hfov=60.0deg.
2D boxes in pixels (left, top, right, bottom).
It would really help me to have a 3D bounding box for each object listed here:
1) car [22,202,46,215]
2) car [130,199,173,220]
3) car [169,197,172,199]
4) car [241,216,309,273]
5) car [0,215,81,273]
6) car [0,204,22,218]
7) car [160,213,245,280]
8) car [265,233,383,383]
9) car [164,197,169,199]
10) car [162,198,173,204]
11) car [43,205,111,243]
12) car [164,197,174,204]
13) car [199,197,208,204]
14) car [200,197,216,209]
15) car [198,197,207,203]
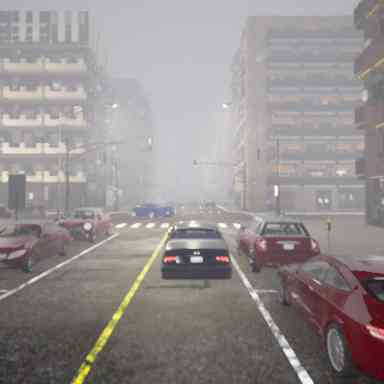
[{"bbox_3d":[-17.615,1.752,35.724,4.313,1.339,1.947,0,-1,0],"label":"car"},{"bbox_3d":[-3.710,1.621,30.028,1.882,1.535,5.008,2,-1,-41],"label":"car"},{"bbox_3d":[-5.290,1.834,65.719,1.752,1.417,4.829,1,0,0],"label":"car"},{"bbox_3d":[2.578,1.492,10.806,1.967,1.590,4.097,1,0,0],"label":"car"},{"bbox_3d":[-5.309,1.634,10.785,1.802,1.307,4.206,1,0,0],"label":"car"},{"bbox_3d":[-17.555,1.367,27.850,5.009,1.841,2.192,0,-1,0],"label":"car"},{"bbox_3d":[0.101,1.597,10.101,2.033,1.411,5.357,0,0,0],"label":"car"},{"bbox_3d":[2.575,1.608,5.256,1.802,1.307,4.206,1,0,0],"label":"car"},{"bbox_3d":[-5.292,1.782,54.377,1.752,1.417,4.829,1,0,0],"label":"car"},{"bbox_3d":[-5.289,1.902,71.560,1.947,1.339,4.313,1,0,0],"label":"car"},{"bbox_3d":[-5.309,1.519,16.335,1.967,1.590,4.097,1,0,0],"label":"car"},{"bbox_3d":[-5.287,1.907,77.231,1.887,1.381,4.507,1,0,0],"label":"car"},{"bbox_3d":[2.594,1.907,77.259,1.887,1.381,4.507,1,0,0],"label":"car"},{"bbox_3d":[2.586,1.782,48.904,2.008,1.369,4.403,1,0,0],"label":"car"},{"bbox_3d":[2.595,1.939,82.929,2.008,1.369,4.403,1,0,0],"label":"car"}]
